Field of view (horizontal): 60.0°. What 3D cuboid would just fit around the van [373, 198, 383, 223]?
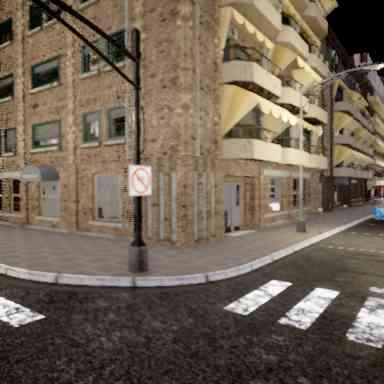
[{"bbox_3d":[14.111,1.291,23.802,1.690,1.788,3.998,-1,0,35],"label":"van"}]
